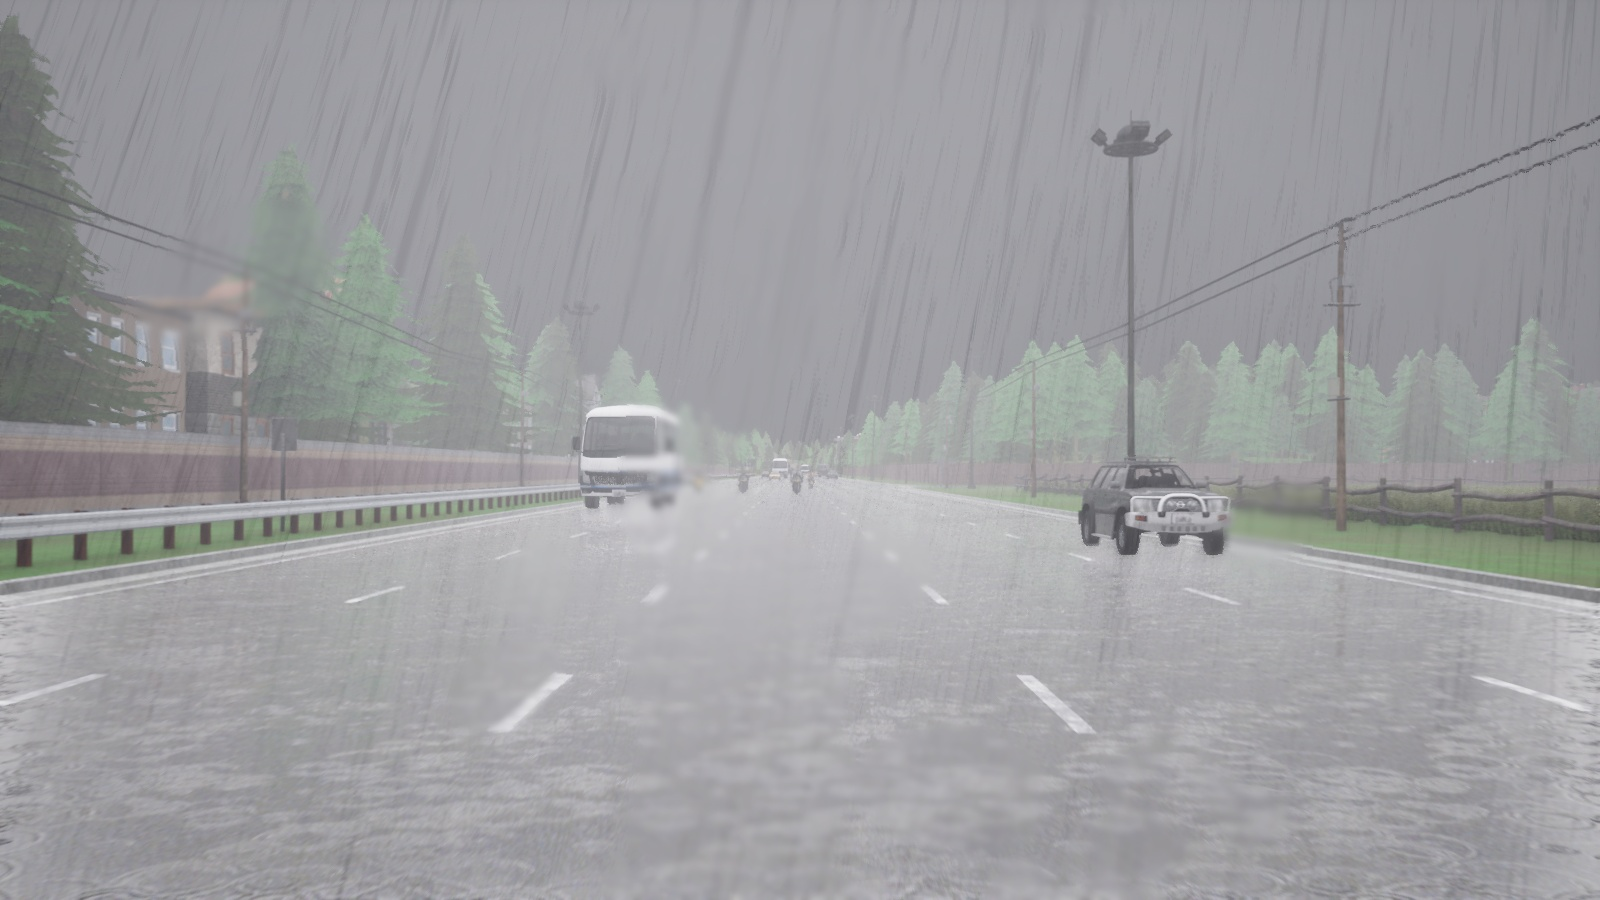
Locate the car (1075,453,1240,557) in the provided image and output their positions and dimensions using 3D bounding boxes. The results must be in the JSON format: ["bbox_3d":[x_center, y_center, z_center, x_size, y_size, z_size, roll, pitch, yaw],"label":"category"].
[{"bbox_3d":[6.939,1.020,24.881,1.932,1.855,4.605,0,-1,0],"label":"car"}]

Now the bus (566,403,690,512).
[{"bbox_3d":[-7.135,0.371,54.053,3.944,4.253,10.273,0,-1,0],"label":"bus"}]
